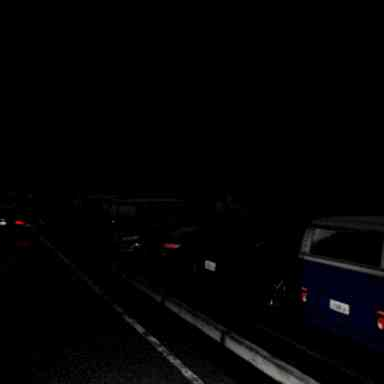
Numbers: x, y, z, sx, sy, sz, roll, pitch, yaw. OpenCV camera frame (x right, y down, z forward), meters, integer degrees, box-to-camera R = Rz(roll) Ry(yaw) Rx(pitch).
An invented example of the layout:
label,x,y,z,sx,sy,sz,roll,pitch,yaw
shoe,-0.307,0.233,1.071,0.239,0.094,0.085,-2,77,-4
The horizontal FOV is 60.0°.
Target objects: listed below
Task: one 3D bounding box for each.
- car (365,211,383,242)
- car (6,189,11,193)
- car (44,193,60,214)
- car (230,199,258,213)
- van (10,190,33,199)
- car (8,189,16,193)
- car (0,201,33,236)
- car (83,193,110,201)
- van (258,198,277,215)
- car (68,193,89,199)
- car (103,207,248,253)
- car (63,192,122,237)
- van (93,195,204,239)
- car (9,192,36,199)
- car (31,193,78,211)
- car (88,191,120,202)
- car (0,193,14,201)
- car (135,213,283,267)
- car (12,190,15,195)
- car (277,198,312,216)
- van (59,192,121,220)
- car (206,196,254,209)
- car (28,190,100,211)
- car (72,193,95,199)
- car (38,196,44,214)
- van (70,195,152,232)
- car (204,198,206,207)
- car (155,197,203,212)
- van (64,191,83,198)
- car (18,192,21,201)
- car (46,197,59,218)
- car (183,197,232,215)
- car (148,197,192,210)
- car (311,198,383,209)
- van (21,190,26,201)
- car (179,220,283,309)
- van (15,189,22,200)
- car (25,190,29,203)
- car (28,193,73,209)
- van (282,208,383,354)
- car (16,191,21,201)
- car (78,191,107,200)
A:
label,x,y,z,sx,sy,sz,roll,pitch,yaw
car,11.729,1.793,17.871,4.792,1.488,2.163,1,0,-31
car,-35.582,0.520,70.332,5.566,2.045,2.435,1,0,-31
car,-9.310,1.213,27.260,4.553,1.767,2.185,1,0,-31
car,6.083,1.645,27.431,5.366,1.575,1.946,1,0,-31
van,-38.427,0.499,75.165,4.442,1.987,1.878,1,0,-31
car,-34.153,0.796,67.918,4.892,1.521,2.231,1,0,-31
car,-9.563,1.401,16.789,2.033,1.411,5.357,1,0,-31
car,-20.171,1.062,70.108,5.008,1.535,2.097,1,0,-31
van,7.473,1.454,25.026,4.442,1.987,1.878,1,0,-31
car,-28.870,0.953,84.376,4.674,1.452,2.002,1,0,-31
car,-0.575,1.530,12.886,4.892,1.521,2.231,1,0,-31
car,-3.520,1.218,17.656,5.566,2.045,2.435,1,0,-31
van,-1.939,1.279,15.341,4.442,1.987,1.878,1,0,-31
car,-37.076,0.747,72.708,5.008,1.535,2.097,1,0,-31
car,-15.202,1.080,36.800,4.553,1.767,2.185,1,0,-31
car,-17.287,0.870,65.342,5.566,2.045,2.435,1,0,-31
car,-18.413,1.166,31.371,2.128,1.511,4.902,1,0,-31
car,0.876,1.595,10.489,4.674,1.452,2.002,1,0,-31
car,-28.156,0.910,58.451,5.366,1.575,1.946,1,0,-31
car,8.844,1.459,22.610,5.566,2.045,2.435,1,0,-31
van,-6.316,1.180,22.518,4.442,1.987,1.878,1,0,-31
car,4.508,1.361,29.719,5.566,2.045,2.435,1,0,-31
car,-12.278,1.021,32.015,5.566,2.045,2.435,1,0,-31
car,-25.972,0.960,79.618,5.008,1.535,2.097,1,0,-31
car,-10.802,1.345,29.636,4.674,1.452,2.002,1,0,-31
van,-4.857,1.213,20.125,4.442,1.987,1.878,1,0,-31
car,3.008,1.609,32.058,4.792,1.488,2.163,1,0,-31
car,-1.460,1.476,39.086,5.366,1.575,1.946,1,0,-31
van,-31.663,0.641,89.197,4.442,1.987,1.878,1,0,-31
car,-21.021,1.074,46.386,5.008,1.535,2.097,1,0,-31
car,-7.886,1.372,24.848,4.892,1.521,2.231,1,0,-31
car,1.616,1.422,34.460,4.553,1.767,2.185,1,0,-31
car,-2.743,1.450,41.556,4.892,1.521,2.231,1,0,-31
car,10.241,1.486,20.210,5.566,2.045,2.435,1,0,-31
van,-19.652,0.880,43.935,4.442,1.987,1.878,1,0,-31
car,2.366,1.608,8.108,4.792,1.488,2.163,1,0,-31
van,-25.490,0.748,53.507,4.442,1.987,1.878,1,0,-31
car,-13.738,0.988,34.408,5.566,2.045,2.435,1,0,-31
car,-16.662,1.047,39.193,4.553,1.767,2.185,1,0,-31
van,3.904,1.370,5.762,4.442,1.987,1.878,1,0,-31
car,-23.961,1.038,51.160,4.792,1.488,2.163,1,0,-31
car,-21.637,0.782,72.475,5.566,2.045,2.435,1,0,-31
